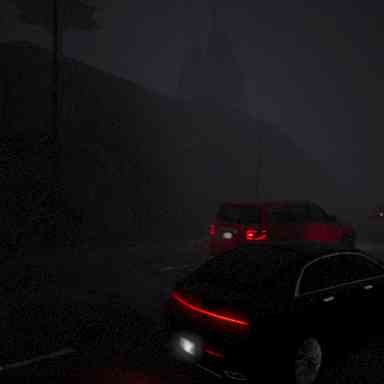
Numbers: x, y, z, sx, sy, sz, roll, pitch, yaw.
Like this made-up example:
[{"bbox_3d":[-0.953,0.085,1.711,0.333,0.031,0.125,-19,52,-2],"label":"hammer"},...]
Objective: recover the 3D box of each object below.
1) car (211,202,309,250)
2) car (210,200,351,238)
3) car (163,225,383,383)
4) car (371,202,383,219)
[{"bbox_3d":[3.250,1.422,15.417,4.553,1.767,2.097,0,0,-40],"label":"car"},{"bbox_3d":[3.030,1.272,10.604,5.566,2.045,2.150,0,0,-39],"label":"car"},{"bbox_3d":[1.882,1.531,5.277,4.892,1.490,1.837,0,0,-37],"label":"car"},{"bbox_3d":[17.558,1.680,29.894,1.837,1.490,4.892,0,-1,41],"label":"car"}]
